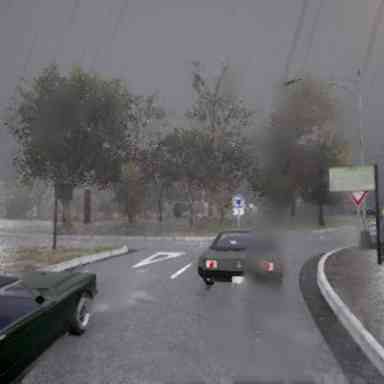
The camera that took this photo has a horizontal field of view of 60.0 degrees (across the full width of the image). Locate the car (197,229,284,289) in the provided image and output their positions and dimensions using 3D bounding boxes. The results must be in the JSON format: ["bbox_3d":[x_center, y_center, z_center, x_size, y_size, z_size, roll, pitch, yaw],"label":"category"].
[{"bbox_3d":[1.565,1.671,9.306,1.895,1.301,4.718,-1,-2,14],"label":"car"}]

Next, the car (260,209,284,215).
[{"bbox_3d":[16.081,4.142,67.331,4.892,1.490,1.837,-3,-6,38],"label":"car"}]

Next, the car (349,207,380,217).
[{"bbox_3d":[24.078,2.777,46.704,1.895,1.301,4.718,1,-2,-4],"label":"car"}]

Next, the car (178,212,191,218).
[{"bbox_3d":[-2.404,6.806,94.466,4.892,1.521,2.231,0,-5,-10],"label":"car"}]

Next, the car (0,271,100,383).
[{"bbox_3d":[-2.728,1.620,3.880,1.895,1.301,4.718,0,0,5],"label":"car"}]
